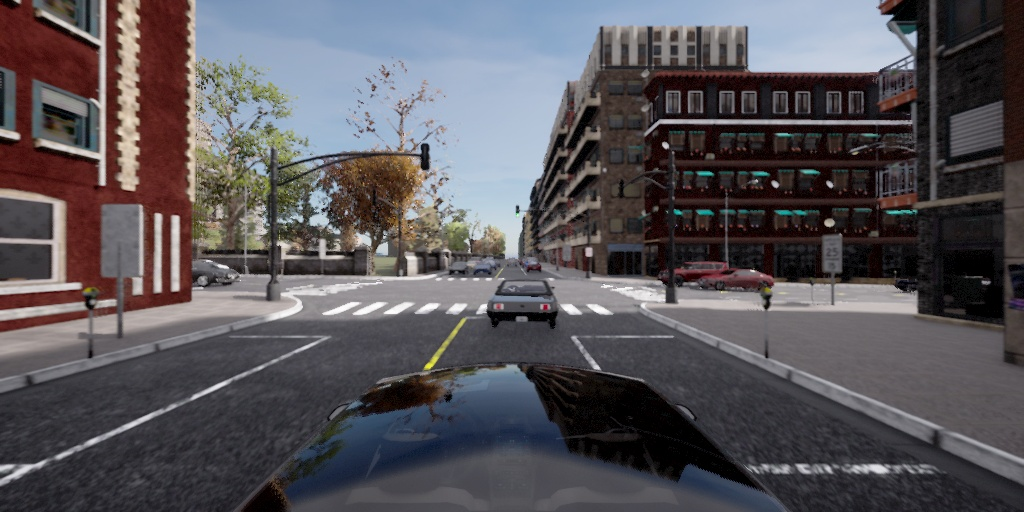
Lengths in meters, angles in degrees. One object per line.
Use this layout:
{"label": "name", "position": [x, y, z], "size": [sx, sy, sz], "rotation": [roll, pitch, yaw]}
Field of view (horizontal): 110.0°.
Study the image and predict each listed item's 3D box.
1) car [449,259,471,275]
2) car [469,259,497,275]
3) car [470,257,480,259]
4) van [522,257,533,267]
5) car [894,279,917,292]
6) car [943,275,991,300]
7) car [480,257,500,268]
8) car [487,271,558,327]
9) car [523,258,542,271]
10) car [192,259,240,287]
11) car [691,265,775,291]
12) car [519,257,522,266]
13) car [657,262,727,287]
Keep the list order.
{"label": "car", "position": [-5.684, 1.311, 38.845], "size": [1.948, 1.339, 4.313], "rotation": [0, 0, 0]}
{"label": "car", "position": [-3.088, 1.293, 38.958], "size": [2.033, 1.411, 5.357], "rotation": [0, 0, 0]}
{"label": "car", "position": [-5.682, 1.276, 49.936], "size": [1.751, 1.417, 4.829], "rotation": [0, 0, 0]}
{"label": "van", "position": [2.698, 1.091, 50.104], "size": [1.690, 1.789, 3.998], "rotation": [0, 0, 0]}
{"label": "car", "position": [28.786, 1.895, 24.053], "size": [4.718, 1.301, 1.895], "rotation": [1, 0, -1]}
{"label": "car", "position": [24.959, 1.788, 18.261], "size": [4.207, 1.307, 1.802], "rotation": [0, 0, -1]}
{"label": "car", "position": [-3.073, 1.276, 49.840], "size": [1.812, 1.442, 4.674], "rotation": [0, 0, 0]}
{"label": "car", "position": [0.440, 1.346, 11.502], "size": [1.895, 1.301, 4.718], "rotation": [0, 0, 5]}
{"label": "car", "position": [2.697, 1.292, 44.473], "size": [1.888, 1.381, 4.507], "rotation": [0, 0, 0]}
{"label": "car", "position": [-18.306, 0.942, 20.414], "size": [4.892, 1.490, 1.837], "rotation": [1, 0, -1]}
{"label": "car", "position": [14.896, 1.568, 23.919], "size": [4.674, 1.442, 1.812], "rotation": [1, 0, -2]}
{"label": "car", "position": [2.700, 1.199, 61.364], "size": [1.967, 1.591, 4.097], "rotation": [0, 0, 0]}
{"label": "car", "position": [13.453, 1.340, 26.501], "size": [5.009, 1.841, 2.192], "rotation": [0, 0, -1]}
